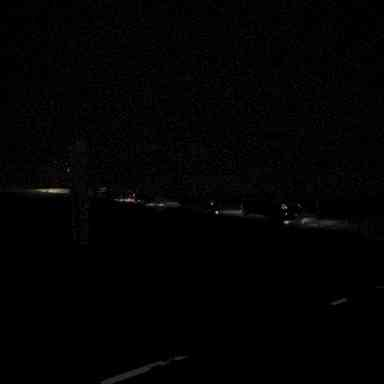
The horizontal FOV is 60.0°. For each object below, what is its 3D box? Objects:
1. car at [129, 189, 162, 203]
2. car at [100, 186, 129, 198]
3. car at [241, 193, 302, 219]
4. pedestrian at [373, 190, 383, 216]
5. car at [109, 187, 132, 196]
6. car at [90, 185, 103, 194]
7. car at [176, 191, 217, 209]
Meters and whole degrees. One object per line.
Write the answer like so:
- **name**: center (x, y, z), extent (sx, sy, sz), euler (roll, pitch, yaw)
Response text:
- **car**: center (-5.389, 0.403, 39.907), extent (1.837, 1.490, 4.892), euler (-3, 4, -35)
- **car**: center (-11.156, 0.181, 48.137), extent (1.895, 1.301, 4.718), euler (-3, 4, -35)
- **car**: center (5.701, 0.887, 24.202), extent (2.097, 1.767, 4.553), euler (-3, 4, -35)
- **pedestrian**: center (13.266, 0.761, 23.818), extent (0.375, 1.860, 0.375), euler (-1, 1, -35)
- **car**: center (-11.542, -0.102, 53.708), extent (1.895, 1.301, 4.718), euler (-3, 4, -35)
- **car**: center (-17.425, -0.510, 62.025), extent (2.128, 1.511, 4.902), euler (-3, 4, -35)
- **car**: center (0.384, 0.720, 31.720), extent (2.128, 1.511, 4.902), euler (-3, 4, -35)
